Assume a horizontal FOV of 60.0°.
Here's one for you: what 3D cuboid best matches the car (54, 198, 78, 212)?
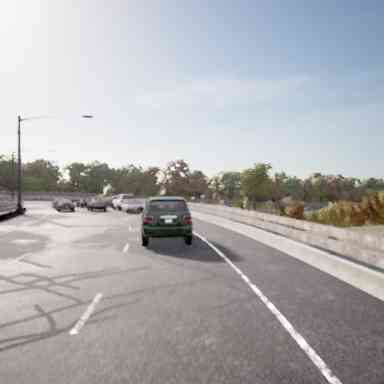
[{"bbox_3d":[-15.409,1.617,40.590,1.812,1.442,4.674,0,0,-24],"label":"car"}]

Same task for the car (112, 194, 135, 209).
[{"bbox_3d":[-8.774,1.283,42.849,2.150,2.045,5.566,0,1,-24],"label":"car"}]

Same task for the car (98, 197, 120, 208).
[{"bbox_3d":[-13.059,1.573,52.039,2.128,1.511,4.902,0,0,-30],"label":"car"}]

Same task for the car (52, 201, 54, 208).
[{"bbox_3d":[-19.308,1.620,48.881,1.837,1.490,4.892,0,0,-30],"label":"car"}]

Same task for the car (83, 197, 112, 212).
[{"bbox_3d":[-11.747,1.563,40.939,2.128,1.511,4.902,0,0,-24],"label":"car"}]

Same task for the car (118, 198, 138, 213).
[{"bbox_3d":[-6.769,1.644,37.627,1.895,1.301,4.718,0,0,-20],"label":"car"}]

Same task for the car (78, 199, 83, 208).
[{"bbox_3d":[-16.253,1.699,50.582,1.895,1.301,4.718,0,0,-30],"label":"car"}]

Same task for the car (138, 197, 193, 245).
[{"bbox_3d":[-1.305,1.231,15.730,2.150,2.045,5.566,0,0,-8],"label":"car"}]
